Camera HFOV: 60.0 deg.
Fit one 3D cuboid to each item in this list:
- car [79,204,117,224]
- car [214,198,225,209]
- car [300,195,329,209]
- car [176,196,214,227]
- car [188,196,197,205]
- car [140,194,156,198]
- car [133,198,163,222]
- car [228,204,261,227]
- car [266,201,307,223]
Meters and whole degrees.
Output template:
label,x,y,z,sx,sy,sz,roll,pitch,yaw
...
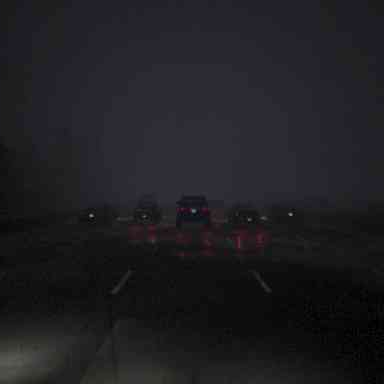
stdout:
label,x,y,z,sx,sy,sz,roll,pitch,yaw
car,-6.905,1.595,24.791,1.994,1.385,4.181,0,0,0
car,3.589,1.552,47.737,2.128,1.511,4.902,0,0,0
car,15.913,1.269,43.672,3.866,1.878,1.905,0,0,0
car,0.098,1.251,23.194,2.150,2.045,5.566,0,0,0
car,0.090,1.606,63.999,1.812,1.442,4.674,0,0,0
car,-6.910,1.286,51.918,2.150,2.045,5.566,0,0,0
car,-3.406,1.525,26.333,2.128,1.511,4.902,0,0,0
car,3.597,1.555,23.153,1.812,1.442,4.674,0,0,0
car,7.095,1.597,25.950,1.994,1.385,4.181,0,0,0
